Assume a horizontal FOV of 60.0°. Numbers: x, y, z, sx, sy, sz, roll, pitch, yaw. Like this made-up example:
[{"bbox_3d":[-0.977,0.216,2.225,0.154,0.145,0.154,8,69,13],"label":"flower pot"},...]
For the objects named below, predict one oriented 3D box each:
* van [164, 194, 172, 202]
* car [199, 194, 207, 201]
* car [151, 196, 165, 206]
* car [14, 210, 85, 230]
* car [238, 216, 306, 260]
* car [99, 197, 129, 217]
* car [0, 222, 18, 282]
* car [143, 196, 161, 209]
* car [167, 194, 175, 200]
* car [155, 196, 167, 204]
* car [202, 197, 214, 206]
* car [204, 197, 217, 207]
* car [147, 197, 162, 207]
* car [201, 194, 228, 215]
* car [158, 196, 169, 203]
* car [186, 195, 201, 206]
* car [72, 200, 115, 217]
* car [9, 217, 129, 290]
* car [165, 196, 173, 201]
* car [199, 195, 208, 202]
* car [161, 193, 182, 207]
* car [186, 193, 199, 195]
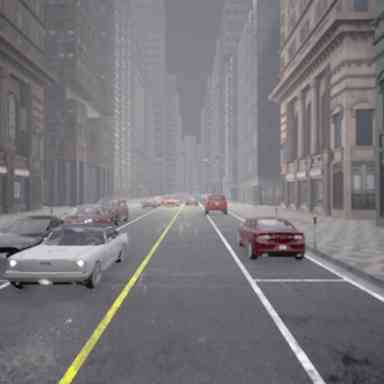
[{"bbox_3d":[-5.761,1.349,79.555,1.690,1.788,3.998,0,0,0],"label":"van"},{"bbox_3d":[2.764,1.450,85.166,1.967,1.590,4.097,0,0,0],"label":"car"},{"bbox_3d":[-5.760,1.444,57.147,1.967,1.590,4.097,0,0,0],"label":"car"},{"bbox_3d":[-5.760,1.566,12.333,1.947,1.339,4.313,0,0,0],"label":"car"},{"bbox_3d":[2.765,1.545,12.339,1.887,1.381,4.507,0,0,0],"label":"car"},{"bbox_3d":[-5.759,1.315,23.536,2.192,1.841,5.009,0,0,0],"label":"car"},{"bbox_3d":[-5.760,1.551,6.731,2.008,1.369,4.403,0,0,0],"label":"car"},{"bbox_3d":[-5.761,1.585,45.943,1.802,1.307,4.206,0,0,0],"label":"car"},{"bbox_3d":[-5.761,1.451,90.758,1.967,1.590,4.097,0,0,0],"label":"car"},{"bbox_3d":[-5.761,1.550,62.749,1.887,1.381,4.507,0,0,0],"label":"car"},{"bbox_3d":[2.764,1.549,57.156,1.887,1.381,4.507,0,0,0],"label":"car"},{"bbox_3d":[2.765,1.529,51.723,1.752,1.417,4.829,0,0,0],"label":"car"},{"bbox_3d":[-5.761,1.529,51.375,1.752,1.417,4.829,0,0,0],"label":"car"},{"bbox_3d":[2.393,1.229,34.059,2.150,2.045,5.566,0,0,0],"label":"car"},{"bbox_3d":[-5.761,1.551,68.351,1.887,1.381,4.507,0,0,0],"label":"car"},{"bbox_3d":[-0.001,1.568,53.427,1.994,1.385,4.181,0,0,0],"label":"car"},{"bbox_3d":[-5.760,1.440,17.935,1.967,1.590,4.097,0,0,0],"label":"car"},{"bbox_3d":[-3.102,1.601,9.242,1.895,1.301,4.718,0,0,0],"label":"car"},{"bbox_3d":[-5.762,1.591,85.156,1.802,1.307,4.206,0,0,0],"label":"car"},{"bbox_3d":[2.764,1.553,79.565,1.887,1.381,4.507,0,0,0],"label":"car"},{"bbox_3d":[-3.076,1.356,50.274,2.097,1.767,4.553,0,0,0],"label":"car"},{"bbox_3d":[-0.001,1.417,74.393,1.895,1.301,4.718,0,0,0],"label":"car"}]
